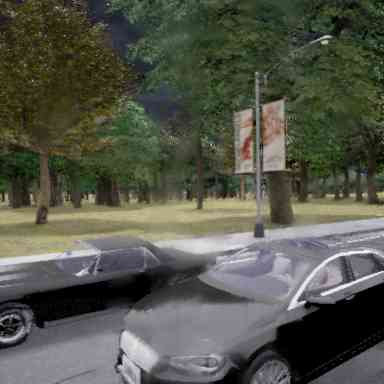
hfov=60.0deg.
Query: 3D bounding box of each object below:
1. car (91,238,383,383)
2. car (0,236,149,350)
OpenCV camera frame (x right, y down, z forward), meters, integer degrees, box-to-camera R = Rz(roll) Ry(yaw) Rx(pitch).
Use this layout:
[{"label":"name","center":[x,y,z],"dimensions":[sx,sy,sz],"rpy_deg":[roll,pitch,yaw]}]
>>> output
[{"label":"car","center":[1.396,1.471,4.684],"dimensions":[4.902,1.511,2.128],"rpy_deg":[0,0,-36]},{"label":"car","center":[-1.864,1.590,6.351],"dimensions":[4.718,1.301,1.895],"rpy_deg":[0,0,-36]}]
